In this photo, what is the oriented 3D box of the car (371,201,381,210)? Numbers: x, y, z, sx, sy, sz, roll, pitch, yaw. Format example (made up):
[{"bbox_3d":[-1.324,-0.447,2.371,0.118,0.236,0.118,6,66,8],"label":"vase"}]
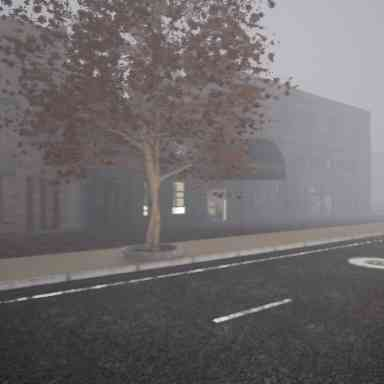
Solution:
[{"bbox_3d":[30.890,2.290,57.397,2.008,1.369,4.403,-1,0,-36],"label":"car"}]

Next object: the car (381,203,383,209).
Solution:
[{"bbox_3d":[28.988,2.224,45.638,1.947,1.339,4.313,-1,0,-36],"label":"car"}]
